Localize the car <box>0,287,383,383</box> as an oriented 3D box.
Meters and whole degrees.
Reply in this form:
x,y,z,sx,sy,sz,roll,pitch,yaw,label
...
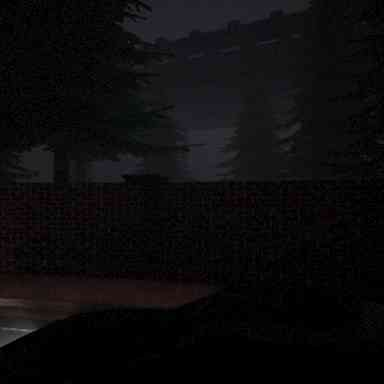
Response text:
x,y,z,sx,sy,sz,roll,pitch,yaw,label
0.634,1.547,2.524,5.357,1.411,2.033,0,0,20,car
